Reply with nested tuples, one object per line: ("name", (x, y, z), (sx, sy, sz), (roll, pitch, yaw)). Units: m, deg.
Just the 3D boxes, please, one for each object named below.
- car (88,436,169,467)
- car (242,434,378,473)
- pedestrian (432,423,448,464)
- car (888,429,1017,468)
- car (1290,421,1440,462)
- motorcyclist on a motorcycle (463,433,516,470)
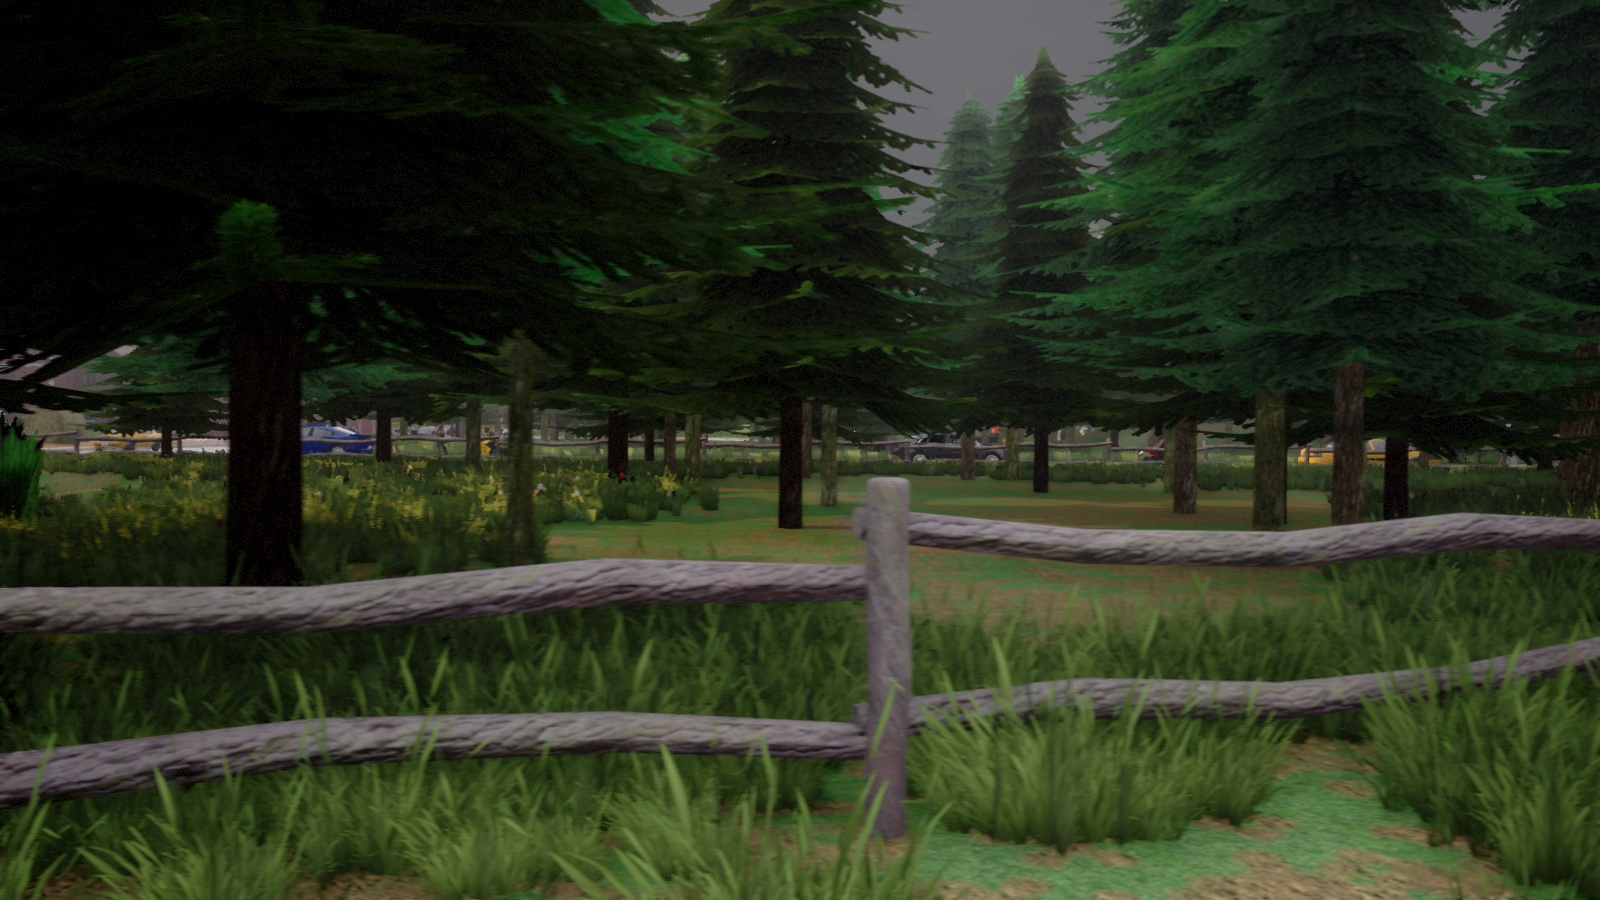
("car", (-36.243, 0.067, 67.950), (1.801, 1.575, 5.366), (-1, 1, -4))
("car", (-20.588, 0.136, 52.901), (5.008, 1.535, 1.882), (-1, 1, -1))
("pedestrian", (-16.554, -0.302, 57.698), (0.634, 1.846, 0.331), (-1, 1, -3))
("car", (6.082, -0.084, 50.446), (4.892, 1.490, 1.837), (-1, 1, -3))
("car", (23.013, -0.349, 51.256), (5.366, 1.575, 1.801), (-1, 1, -3))
("motorcyclist on a motorcycle", (-13.105, 0.055, 53.063), (2.044, 1.523, 0.797), (-1, 1, -2))
